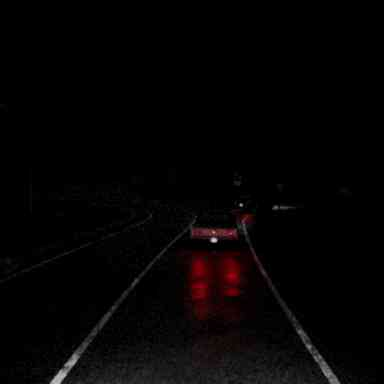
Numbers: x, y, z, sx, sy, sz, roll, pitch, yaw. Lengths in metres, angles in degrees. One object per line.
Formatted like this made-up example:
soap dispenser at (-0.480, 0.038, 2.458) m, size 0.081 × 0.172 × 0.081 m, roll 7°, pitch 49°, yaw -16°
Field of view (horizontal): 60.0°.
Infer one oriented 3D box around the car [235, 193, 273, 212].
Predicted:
car at (5.402, 0.839, 28.946) m, size 1.812 × 1.442 × 4.674 m, roll 5°, pitch 4°, yaw 37°

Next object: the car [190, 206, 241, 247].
car at (1.070, 1.519, 14.750) m, size 1.895 × 1.301 × 4.718 m, roll 1°, pitch 0°, yaw 6°
